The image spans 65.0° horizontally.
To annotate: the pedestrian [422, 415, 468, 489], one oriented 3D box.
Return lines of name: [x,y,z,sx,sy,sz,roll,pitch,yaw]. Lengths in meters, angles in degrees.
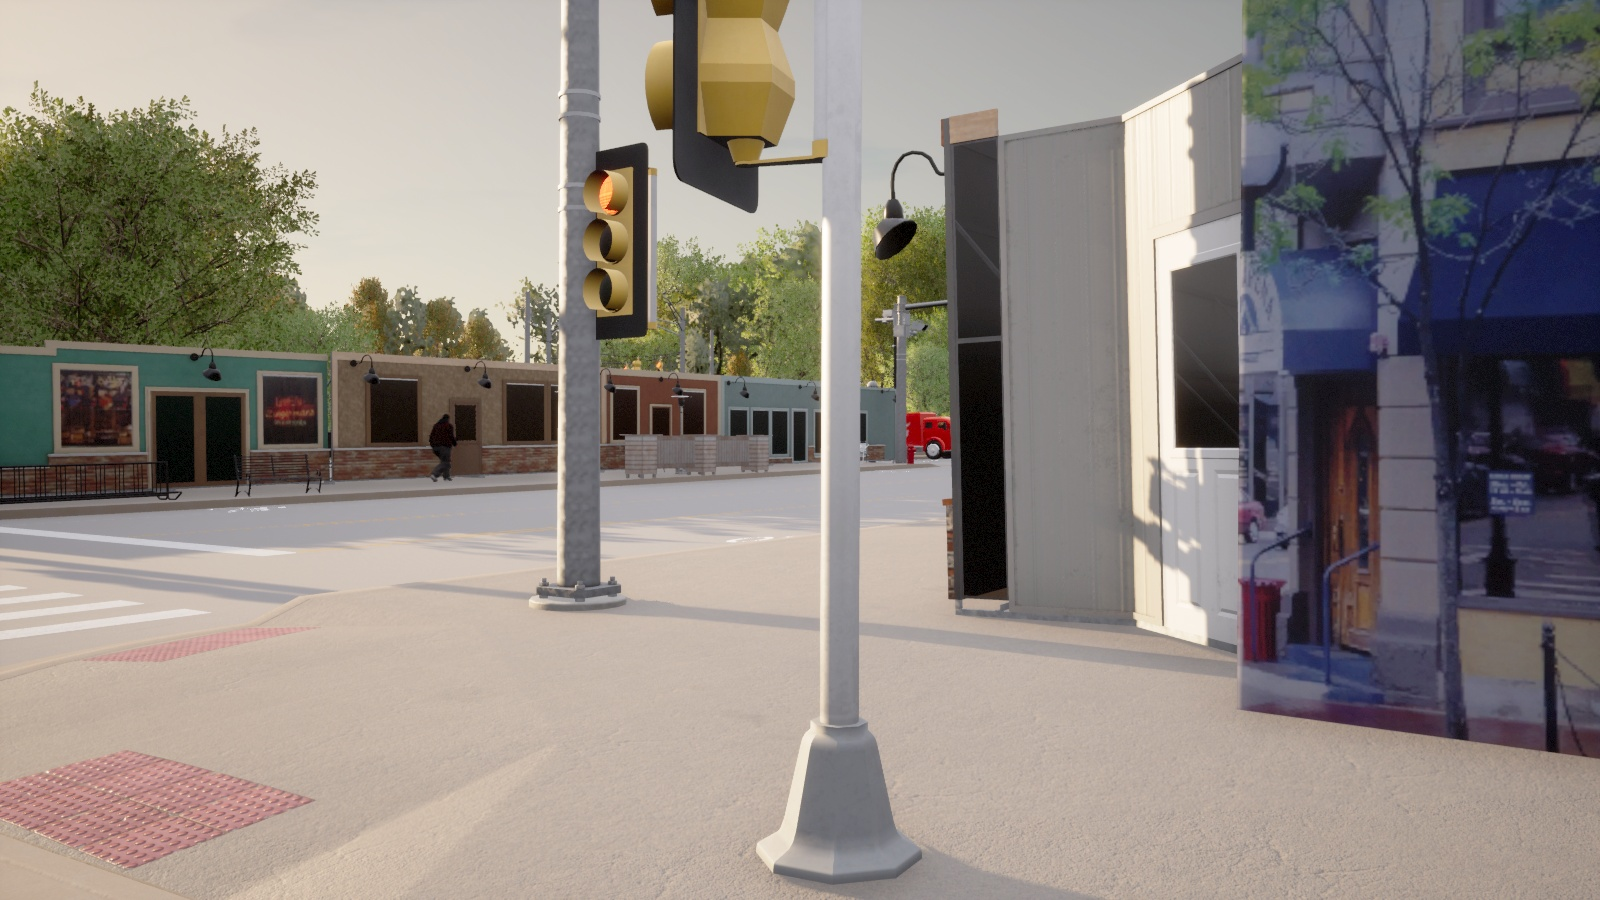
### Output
pedestrian: [-9.031,0.049,31.945,0.634,1.844,0.899,0,1,33]

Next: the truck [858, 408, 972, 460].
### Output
truck: [6.028,-0.823,65.672,5.204,2.467,2.627,-3,0,29]
